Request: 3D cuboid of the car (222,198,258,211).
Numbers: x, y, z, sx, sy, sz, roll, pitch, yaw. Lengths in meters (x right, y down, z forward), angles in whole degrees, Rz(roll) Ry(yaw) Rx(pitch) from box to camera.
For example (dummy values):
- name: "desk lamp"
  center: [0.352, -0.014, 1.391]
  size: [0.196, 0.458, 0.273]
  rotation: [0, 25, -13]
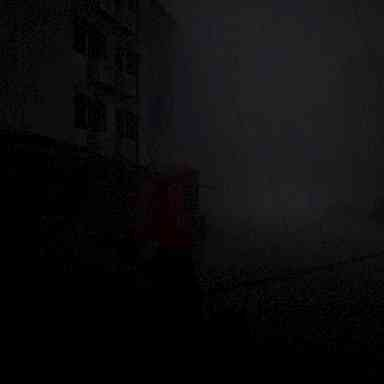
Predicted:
- name: "car"
  center: [5.864, 1.477, 41.009]
  size: [1.882, 1.535, 5.008]
  rotation: [0, 0, -36]

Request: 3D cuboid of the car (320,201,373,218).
- name: "car"
  center: [13.860, 1.526, 29.818]
  size: [1.812, 1.442, 4.674]
  rotation: [0, 0, -35]
